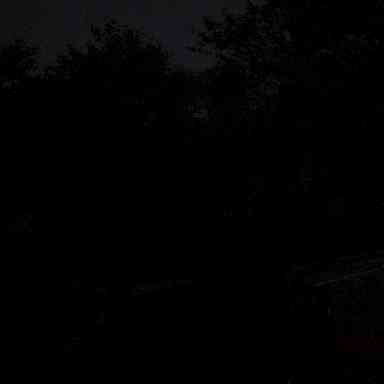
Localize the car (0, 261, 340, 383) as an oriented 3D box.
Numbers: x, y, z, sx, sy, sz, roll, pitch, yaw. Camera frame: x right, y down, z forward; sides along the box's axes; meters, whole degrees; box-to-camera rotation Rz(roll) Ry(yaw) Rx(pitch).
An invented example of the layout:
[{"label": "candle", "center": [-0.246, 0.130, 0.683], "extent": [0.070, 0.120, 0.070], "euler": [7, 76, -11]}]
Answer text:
[{"label": "car", "center": [-0.607, 1.558, 3.558], "extent": [5.357, 1.411, 2.033], "euler": [0, 0, -35]}]
